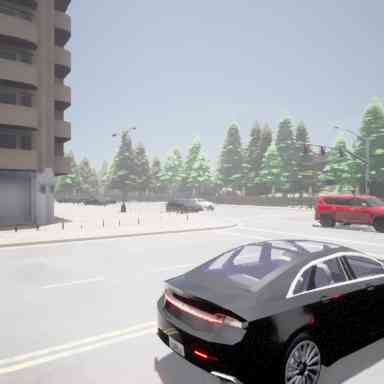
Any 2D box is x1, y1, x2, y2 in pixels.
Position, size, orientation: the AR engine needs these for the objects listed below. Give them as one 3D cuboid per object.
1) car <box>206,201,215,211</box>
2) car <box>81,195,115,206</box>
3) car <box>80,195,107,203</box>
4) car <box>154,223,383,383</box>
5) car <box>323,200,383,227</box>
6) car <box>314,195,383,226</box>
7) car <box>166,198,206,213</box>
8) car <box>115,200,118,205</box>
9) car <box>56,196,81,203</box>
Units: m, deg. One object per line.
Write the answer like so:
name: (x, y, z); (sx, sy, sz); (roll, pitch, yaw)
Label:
car: (0.790, 1.470, 39.204); (1.812, 1.442, 4.674); (0, 0, -35)
car: (-15.028, 1.451, 52.963); (4.892, 1.490, 1.837); (-1, -1, 37)
car: (-20.007, 1.447, 67.747); (4.902, 1.511, 2.128); (0, 0, 18)
car: (1.810, 1.492, 5.077); (4.902, 1.511, 2.128); (0, 0, -35)
car: (11.944, 1.430, 23.129); (1.882, 1.535, 5.008); (0, 1, -35)
car: (10.004, 1.203, 19.768); (2.150, 2.045, 5.566); (0, 0, -35)
car: (-0.974, 1.449, 35.623); (1.837, 1.490, 4.892); (0, 0, -35)
car: (-14.965, 1.545, 57.255); (4.718, 1.301, 1.895); (0, 0, 34)
car: (-24.057, 1.492, 65.558); (5.357, 1.411, 2.033); (0, 0, 15)
